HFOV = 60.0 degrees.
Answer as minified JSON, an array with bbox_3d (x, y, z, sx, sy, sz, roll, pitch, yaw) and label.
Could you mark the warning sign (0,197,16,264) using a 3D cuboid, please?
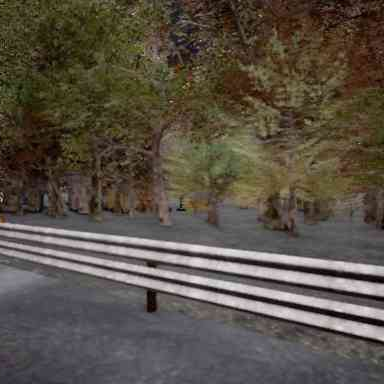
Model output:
[{"bbox_3d":[-5.922,1.102,9.399,1.060,1.860,1.300,-2,0,36],"label":"warning sign"}]
